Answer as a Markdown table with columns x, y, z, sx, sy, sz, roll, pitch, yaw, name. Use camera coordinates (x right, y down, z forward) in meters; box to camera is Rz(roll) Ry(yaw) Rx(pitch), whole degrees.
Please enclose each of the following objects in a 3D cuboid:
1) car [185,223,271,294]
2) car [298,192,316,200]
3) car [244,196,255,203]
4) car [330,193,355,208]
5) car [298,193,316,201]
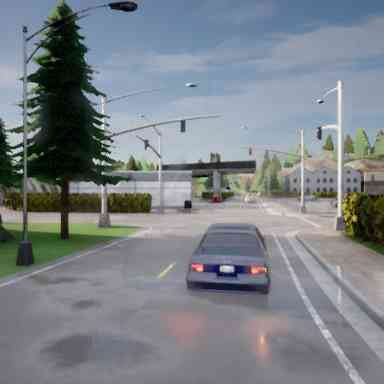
| x | y | z | sx | sy | sz | roll | pitch | yaw | name |
| --- | --- | --- | --- | --- | --- | --- | --- | --- | --- |
| 1.094 | 1.540 | 8.929 | 2.033 | 1.411 | 5.357 | 0 | 0 | 10 | car |
| 27.402 | 1.013 | 79.300 | 3.866 | 1.878 | 1.905 | 0 | 0 | 10 | car |
| 11.235 | 1.474 | 64.808 | 1.812 | 1.442 | 4.674 | 0 | 0 | 10 | car |
| 20.265 | 1.296 | 42.398 | 5.027 | 1.636 | 2.152 | 0 | 0 | 10 | car |
| 26.218 | 1.300 | 76.135 | 3.806 | 1.475 | 1.970 | 0 | 0 | 10 | car |
